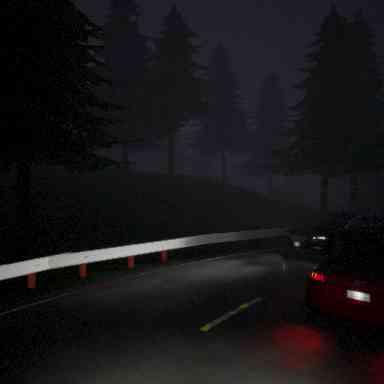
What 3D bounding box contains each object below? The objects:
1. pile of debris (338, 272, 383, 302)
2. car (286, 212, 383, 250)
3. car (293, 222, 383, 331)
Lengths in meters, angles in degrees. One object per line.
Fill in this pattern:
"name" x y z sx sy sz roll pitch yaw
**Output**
"pile of debris" 4.519 2.185 7.597 1.860 0.140 1.500 0 0 -40
"car" 5.712 1.511 12.486 4.902 1.511 2.128 0 0 -29
"car" 3.953 1.568 6.587 1.994 1.385 4.181 1 1 44
